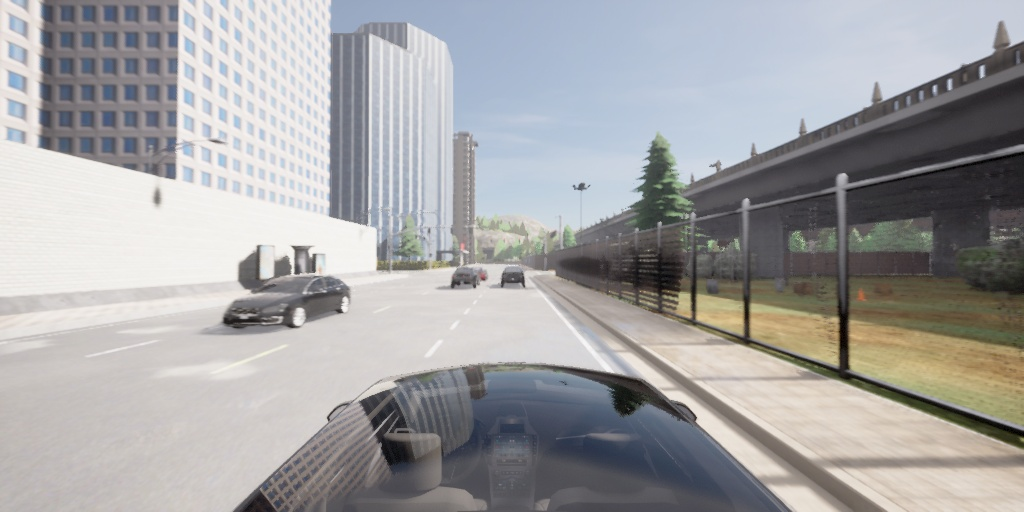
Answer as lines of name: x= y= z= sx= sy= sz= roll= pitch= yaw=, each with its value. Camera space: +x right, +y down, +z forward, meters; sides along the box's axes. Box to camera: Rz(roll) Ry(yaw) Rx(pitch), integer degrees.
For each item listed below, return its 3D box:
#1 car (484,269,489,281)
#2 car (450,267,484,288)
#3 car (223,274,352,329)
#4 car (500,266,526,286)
car: x=-3.447 y=1.761 z=35.676 sx=1.994 sy=1.385 sz=4.181 roll=0 pitch=-1 yaw=0
car: x=-3.423 y=1.587 z=27.005 sx=1.837 sy=1.490 sz=4.892 roll=0 pitch=-1 yaw=0
car: x=-7.085 y=1.387 z=11.931 sx=1.837 sy=1.490 sz=4.892 roll=0 pitch=0 yaw=0
car: x=0.078 y=1.587 z=29.015 sx=1.882 sy=1.535 sz=5.008 roll=0 pitch=-1 yaw=0
